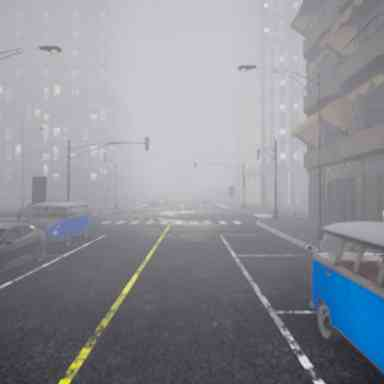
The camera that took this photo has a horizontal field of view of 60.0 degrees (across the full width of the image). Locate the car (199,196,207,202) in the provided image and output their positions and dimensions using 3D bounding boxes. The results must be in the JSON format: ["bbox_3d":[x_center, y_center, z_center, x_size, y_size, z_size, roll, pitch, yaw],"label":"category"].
[{"bbox_3d":[2.674,1.578,80.880,1.947,1.339,4.313,1,0,0],"label":"car"}]

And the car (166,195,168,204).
[{"bbox_3d":[-5.698,1.590,58.507,1.802,1.307,4.206,1,0,0],"label":"car"}]

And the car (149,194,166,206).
[{"bbox_3d":[-5.693,1.447,52.932,1.967,1.590,4.097,1,0,0],"label":"car"}]

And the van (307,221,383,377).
[{"bbox_3d":[2.706,1.342,3.840,1.690,1.788,3.998,1,0,0],"label":"van"}]

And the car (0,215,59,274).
[{"bbox_3d":[-5.648,1.567,9.324,1.947,1.339,4.313,1,0,0],"label":"car"}]

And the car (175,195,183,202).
[{"bbox_3d":[-3.029,1.489,79.056,1.882,1.535,5.008,0,0,0],"label":"car"}]

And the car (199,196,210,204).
[{"bbox_3d":[2.680,1.592,64.147,1.802,1.307,4.206,1,0,0],"label":"car"}]

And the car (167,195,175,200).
[{"bbox_3d":[-5.709,1.559,91.958,1.887,1.381,4.507,1,0,0],"label":"car"}]

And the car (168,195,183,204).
[{"bbox_3d":[-3.048,1.487,63.553,1.882,1.535,5.008,0,0,1],"label":"car"}]

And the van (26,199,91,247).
[{"bbox_3d":[-5.815,1.343,14.866,1.690,1.788,3.998,1,0,0],"label":"van"}]

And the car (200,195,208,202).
[{"bbox_3d":[2.677,1.537,75.473,1.752,1.417,4.829,1,0,0],"label":"car"}]

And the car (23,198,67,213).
[{"bbox_3d":[-16.505,1.502,37.508,4.097,1.590,1.967,0,-1,0],"label":"car"}]
